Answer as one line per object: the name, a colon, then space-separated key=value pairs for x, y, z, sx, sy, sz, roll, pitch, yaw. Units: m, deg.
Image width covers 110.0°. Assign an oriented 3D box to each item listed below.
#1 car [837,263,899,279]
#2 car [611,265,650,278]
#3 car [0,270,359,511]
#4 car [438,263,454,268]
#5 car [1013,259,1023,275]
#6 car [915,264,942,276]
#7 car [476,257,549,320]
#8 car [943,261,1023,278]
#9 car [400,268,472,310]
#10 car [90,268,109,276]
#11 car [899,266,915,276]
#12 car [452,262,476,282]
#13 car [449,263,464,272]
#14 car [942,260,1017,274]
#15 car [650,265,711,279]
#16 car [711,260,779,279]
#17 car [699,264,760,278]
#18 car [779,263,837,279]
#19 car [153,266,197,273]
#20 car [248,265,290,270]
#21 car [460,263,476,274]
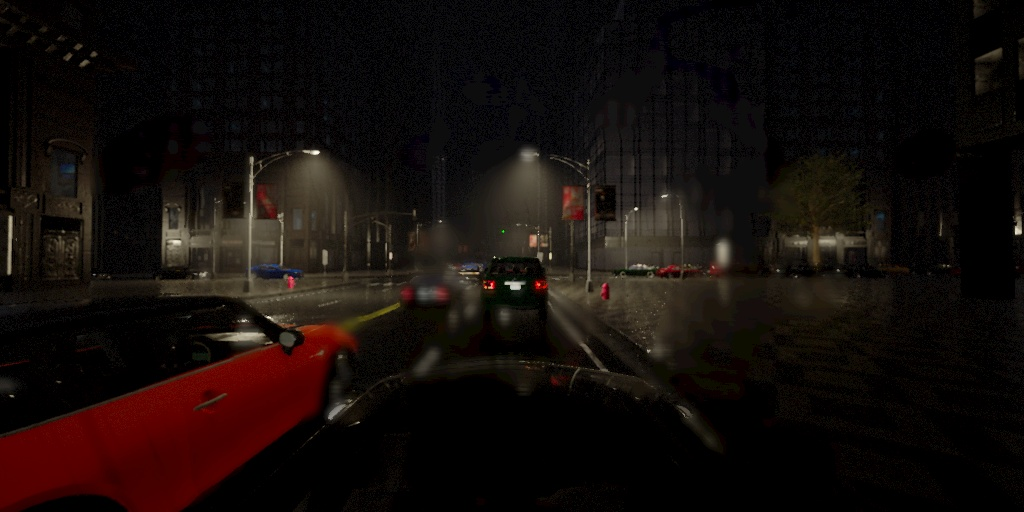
car: x=32.294 y=1.466 z=33.093 sx=4.313 sy=1.339 sz=1.948 roll=0 pitch=0 yaw=-1
car: x=13.227 y=1.665 z=38.616 sx=4.718 sy=1.301 sz=1.895 roll=0 pitch=-1 yaw=0
car: x=-3.146 y=1.111 z=3.098 sx=2.097 sy=1.767 sz=4.553 roll=0 pitch=0 yaw=0
car: x=-9.730 y=1.825 z=53.401 sx=1.837 sy=1.490 sz=4.892 roll=0 pitch=-1 yaw=1
car: x=49.209 y=1.181 z=33.321 sx=5.009 sy=1.841 sz=2.192 roll=0 pitch=0 yaw=-1
car: x=49.102 y=1.589 z=41.844 sx=4.313 sy=1.339 sz=1.948 roll=0 pitch=0 yaw=-1
car: x=0.121 y=1.059 z=13.277 sx=2.150 sy=2.045 sz=5.566 roll=0 pitch=-1 yaw=0
car: x=43.570 y=1.421 z=33.245 sx=4.507 sy=1.381 sz=1.888 roll=0 pitch=0 yaw=-1
car: x=-3.114 y=1.404 z=15.168 sx=2.033 sy=1.411 sz=5.357 roll=0 pitch=0 yaw=0
car: x=-42.344 y=1.742 z=35.041 sx=4.892 sy=1.490 sz=1.837 roll=0 pitch=-1 yaw=0
car: x=43.292 y=1.559 z=41.766 sx=4.829 sy=1.417 sz=1.751 roll=0 pitch=0 yaw=-1
car: x=-3.099 y=1.479 z=28.239 sx=2.128 sy=1.511 sz=4.902 roll=0 pitch=0 yaw=0
car: x=-9.689 y=1.973 z=62.726 sx=1.812 sy=1.442 sz=4.674 roll=0 pitch=-1 yaw=1
car: x=46.799 y=1.423 z=35.869 sx=4.892 sy=1.490 sz=1.837 roll=0 pitch=-1 yaw=-1
car: x=15.381 y=1.532 z=32.866 sx=4.207 sy=1.307 sz=1.802 roll=0 pitch=0 yaw=-1
car: x=21.019 y=1.246 z=32.942 sx=5.009 sy=1.841 sz=2.192 roll=0 pitch=0 yaw=-1
car: x=23.477 y=1.579 z=38.759 sx=5.357 sy=1.411 sz=2.033 roll=0 pitch=-1 yaw=-1
car: x=26.657 y=1.481 z=33.017 sx=4.313 sy=1.339 sz=1.948 roll=0 pitch=0 yaw=-1
car: x=-32.322 y=1.717 z=35.006 sx=4.674 sy=1.442 sz=1.812 roll=0 pitch=-1 yaw=0
car: x=-23.027 y=1.626 z=34.981 sx=5.008 sy=1.535 sz=1.882 roll=0 pitch=-1 yaw=0
car: x=-6.481 y=1.798 z=53.418 sx=1.882 sy=1.535 sz=5.008 roll=0 pitch=-1 yaw=0
